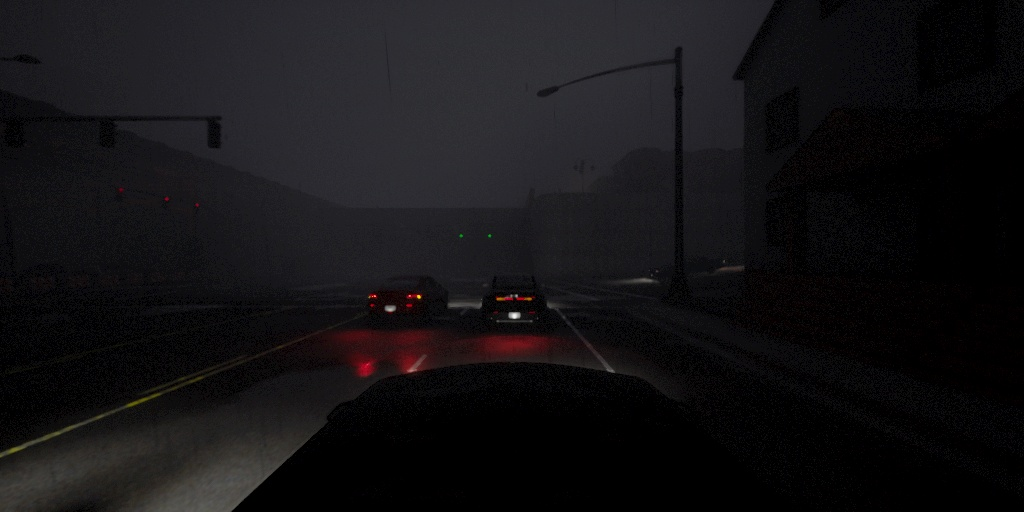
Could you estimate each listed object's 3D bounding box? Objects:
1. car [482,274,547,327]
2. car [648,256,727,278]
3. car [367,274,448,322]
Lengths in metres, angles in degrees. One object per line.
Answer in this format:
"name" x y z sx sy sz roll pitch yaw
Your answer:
"car" 0.065 1.312 11.798 1.837 1.490 4.892 0 0 0
"car" 13.076 0.737 26.900 5.357 1.411 2.033 -7 0 -1
"car" -3.432 1.348 12.418 1.812 1.442 4.674 0 -1 0
